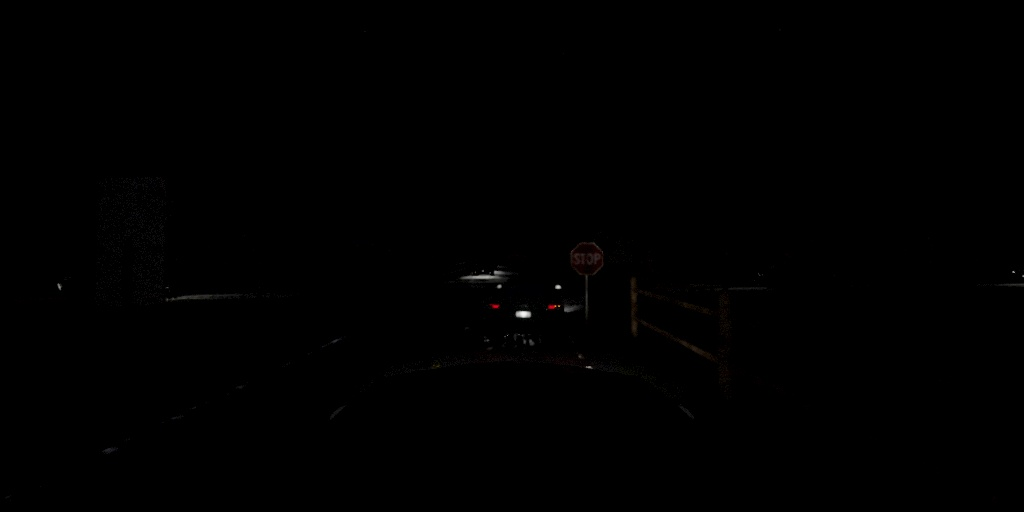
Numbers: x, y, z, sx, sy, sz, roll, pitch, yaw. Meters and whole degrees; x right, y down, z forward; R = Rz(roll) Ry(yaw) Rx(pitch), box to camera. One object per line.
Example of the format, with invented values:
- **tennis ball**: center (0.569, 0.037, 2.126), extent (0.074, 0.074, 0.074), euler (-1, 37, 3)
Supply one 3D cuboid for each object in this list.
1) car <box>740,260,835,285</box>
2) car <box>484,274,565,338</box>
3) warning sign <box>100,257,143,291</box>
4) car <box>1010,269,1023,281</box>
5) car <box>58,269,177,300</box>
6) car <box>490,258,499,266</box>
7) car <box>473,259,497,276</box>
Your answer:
- **car**: center (16.644, 1.038, 21.791), extent (5.008, 1.535, 1.882), euler (-1, -1, -1)
- **car**: center (0.460, 1.298, 10.209), extent (1.994, 1.385, 4.181), euler (0, 0, 6)
- **warning sign**: center (-25.786, 1.185, 23.698), extent (1.060, 1.860, 1.300), euler (0, 0, -1)
- **car**: center (33.671, 0.917, 21.957), extent (4.674, 1.442, 1.812), euler (-1, -1, 0)
- **car**: center (-20.186, 1.405, 18.467), extent (4.892, 1.490, 1.837), euler (-1, -1, -1)
- **car**: center (-2.951, 1.289, 48.677), extent (1.895, 1.301, 4.718), euler (0, 0, -1)
- **car**: center (-2.861, 1.262, 36.837), extent (1.994, 1.385, 4.181), euler (0, 0, -1)
